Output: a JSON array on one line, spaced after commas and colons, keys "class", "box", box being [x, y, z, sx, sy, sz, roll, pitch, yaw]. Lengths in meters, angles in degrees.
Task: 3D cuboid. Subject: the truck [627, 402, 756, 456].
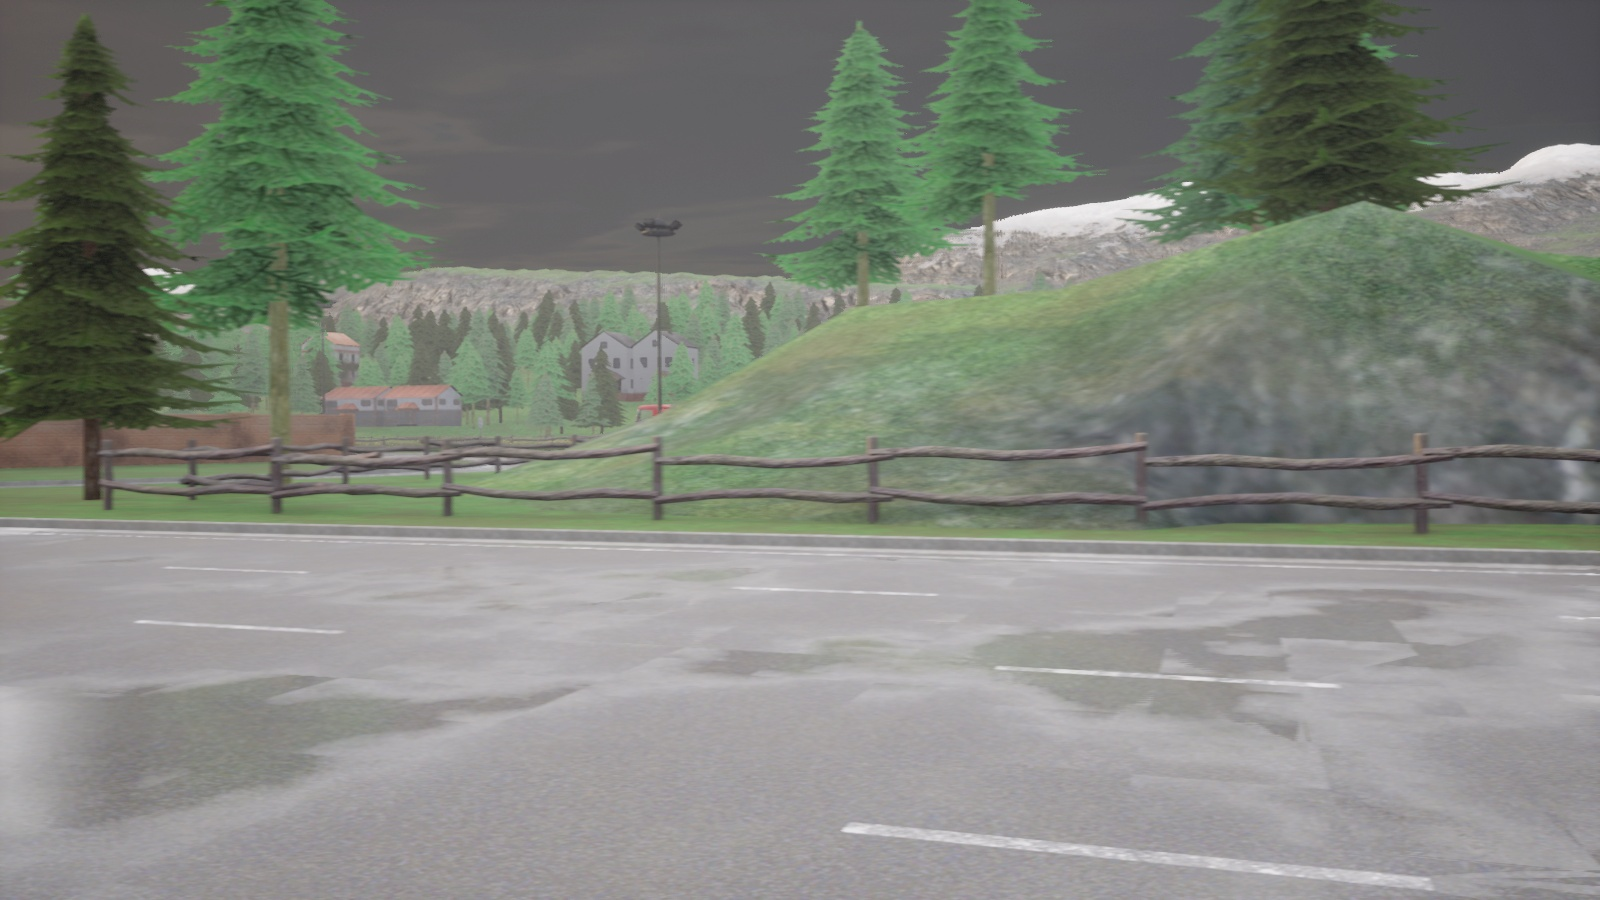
[{"class": "truck", "box": [-7.146, -1.394, 82.741, 7.936, 3.462, 2.891, 0, 1, 19]}]
